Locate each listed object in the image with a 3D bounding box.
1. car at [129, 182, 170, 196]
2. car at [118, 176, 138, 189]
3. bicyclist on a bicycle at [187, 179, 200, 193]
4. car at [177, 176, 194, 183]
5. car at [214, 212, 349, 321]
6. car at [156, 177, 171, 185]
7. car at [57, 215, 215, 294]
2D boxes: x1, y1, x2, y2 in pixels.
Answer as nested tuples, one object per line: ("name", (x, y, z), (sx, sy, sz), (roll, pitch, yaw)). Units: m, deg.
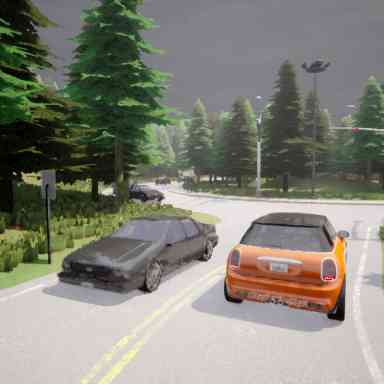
("car", (-4.519, 0.079, 30.804), (2.033, 1.411, 5.357), (-3, 5, -35))
("car", (-9.493, -1.434, 49.990), (2.097, 1.767, 4.553), (0, 4, 0))
("bicyclist on a bicycle", (0.162, -0.642, 37.309), (1.656, 1.620, 0.582), (-3, 5, -28))
("car", (-1.295, -2.678, 69.825), (1.812, 1.442, 4.674), (3, 5, 35))
("car", (2.360, 1.241, 7.547), (2.097, 1.767, 4.553), (2, 2, 25))
("car", (-5.169, -2.041, 60.237), (1.882, 1.535, 5.008), (0, 4, 10))
("car", (-0.914, 1.353, 8.858), (2.033, 1.411, 5.357), (2, 2, 25))
